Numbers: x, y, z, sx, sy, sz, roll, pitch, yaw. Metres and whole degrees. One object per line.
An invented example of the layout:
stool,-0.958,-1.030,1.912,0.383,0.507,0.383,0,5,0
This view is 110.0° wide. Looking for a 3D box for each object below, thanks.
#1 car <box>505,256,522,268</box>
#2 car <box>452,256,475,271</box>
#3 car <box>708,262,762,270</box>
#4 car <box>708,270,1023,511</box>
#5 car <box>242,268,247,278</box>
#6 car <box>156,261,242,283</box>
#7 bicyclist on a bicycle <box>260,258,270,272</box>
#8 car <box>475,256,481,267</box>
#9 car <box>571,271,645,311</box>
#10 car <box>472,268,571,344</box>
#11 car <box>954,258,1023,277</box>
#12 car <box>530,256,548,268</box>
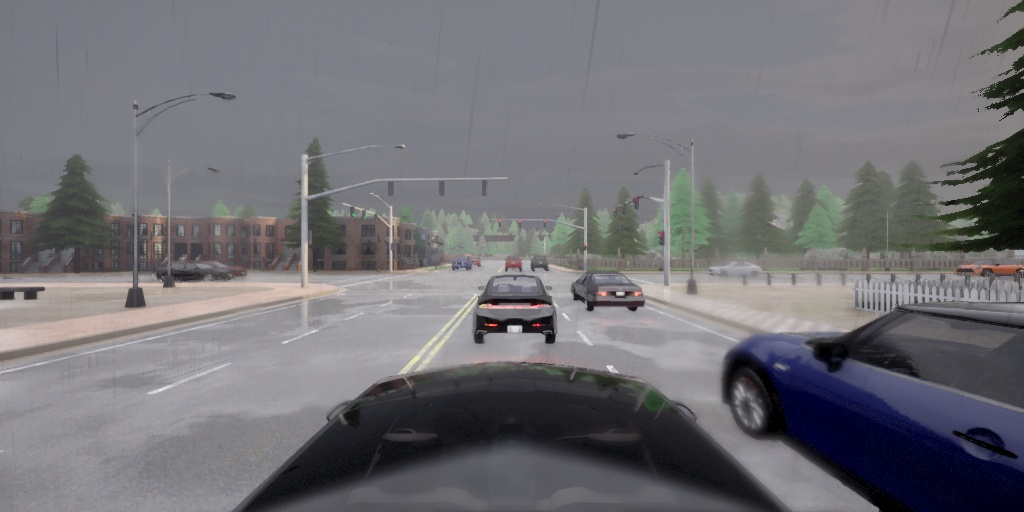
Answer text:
car,0.206,0.971,49.052,2.150,2.045,5.566,0,0,0
car,-6.966,0.971,50.288,2.150,2.045,5.566,0,0,1
car,21.068,1.275,33.942,4.674,1.442,1.812,0,0,0
car,3.603,1.103,2.528,2.097,1.767,4.553,0,0,0
car,-25.463,1.227,30.622,5.008,1.535,1.882,0,0,-2
car,-23.866,1.227,27.177,5.008,1.535,1.882,0,0,-1
bicyclist on a bicycle,-28.730,1.053,41.699,0.582,1.620,1.656,0,0,-1
car,-6.895,0.973,64.955,2.150,2.045,5.566,0,0,1
car,3.611,1.297,14.391,2.033,1.411,5.357,0,0,1
car,0.080,1.241,9.566,2.128,1.511,4.902,0,0,1
car,44.960,1.101,33.848,4.553,1.767,2.097,0,0,1
car,3.706,0.971,49.052,2.150,2.045,5.566,0,0,0
